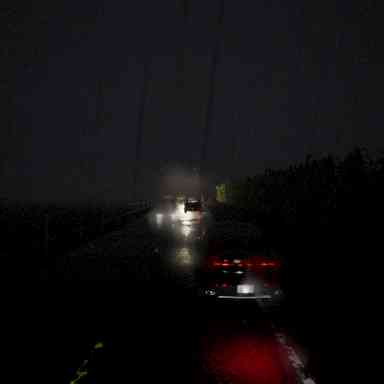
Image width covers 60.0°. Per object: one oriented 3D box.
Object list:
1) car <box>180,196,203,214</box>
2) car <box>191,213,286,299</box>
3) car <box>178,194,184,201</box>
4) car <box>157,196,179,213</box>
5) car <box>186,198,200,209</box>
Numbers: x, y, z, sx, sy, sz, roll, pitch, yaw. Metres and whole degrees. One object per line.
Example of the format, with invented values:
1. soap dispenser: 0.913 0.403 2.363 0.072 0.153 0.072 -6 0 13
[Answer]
1. car: 0.109 1.491 35.594 2.128 1.511 4.902 0 0 0
2. car: 0.971 1.505 8.426 1.837 1.490 4.892 0 0 0
3. car: -2.672 1.358 80.891 2.097 1.767 4.553 0 0 0
4. car: -2.716 1.477 36.766 1.882 1.535 5.008 0 0 0
5. car: 0.116 1.526 45.768 1.812 1.442 4.674 0 0 0
